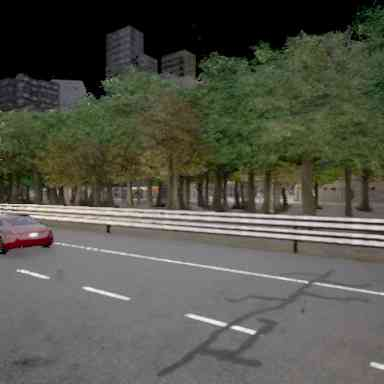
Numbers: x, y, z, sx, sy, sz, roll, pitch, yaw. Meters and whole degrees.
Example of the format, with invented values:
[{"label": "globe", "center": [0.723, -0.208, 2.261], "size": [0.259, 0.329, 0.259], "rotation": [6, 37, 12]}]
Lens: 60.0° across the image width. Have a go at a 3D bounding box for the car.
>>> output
[{"label": "car", "center": [-7.525, 1.572, 13.543], "size": [4.181, 1.385, 1.994], "rotation": [0, 0, 36]}]
